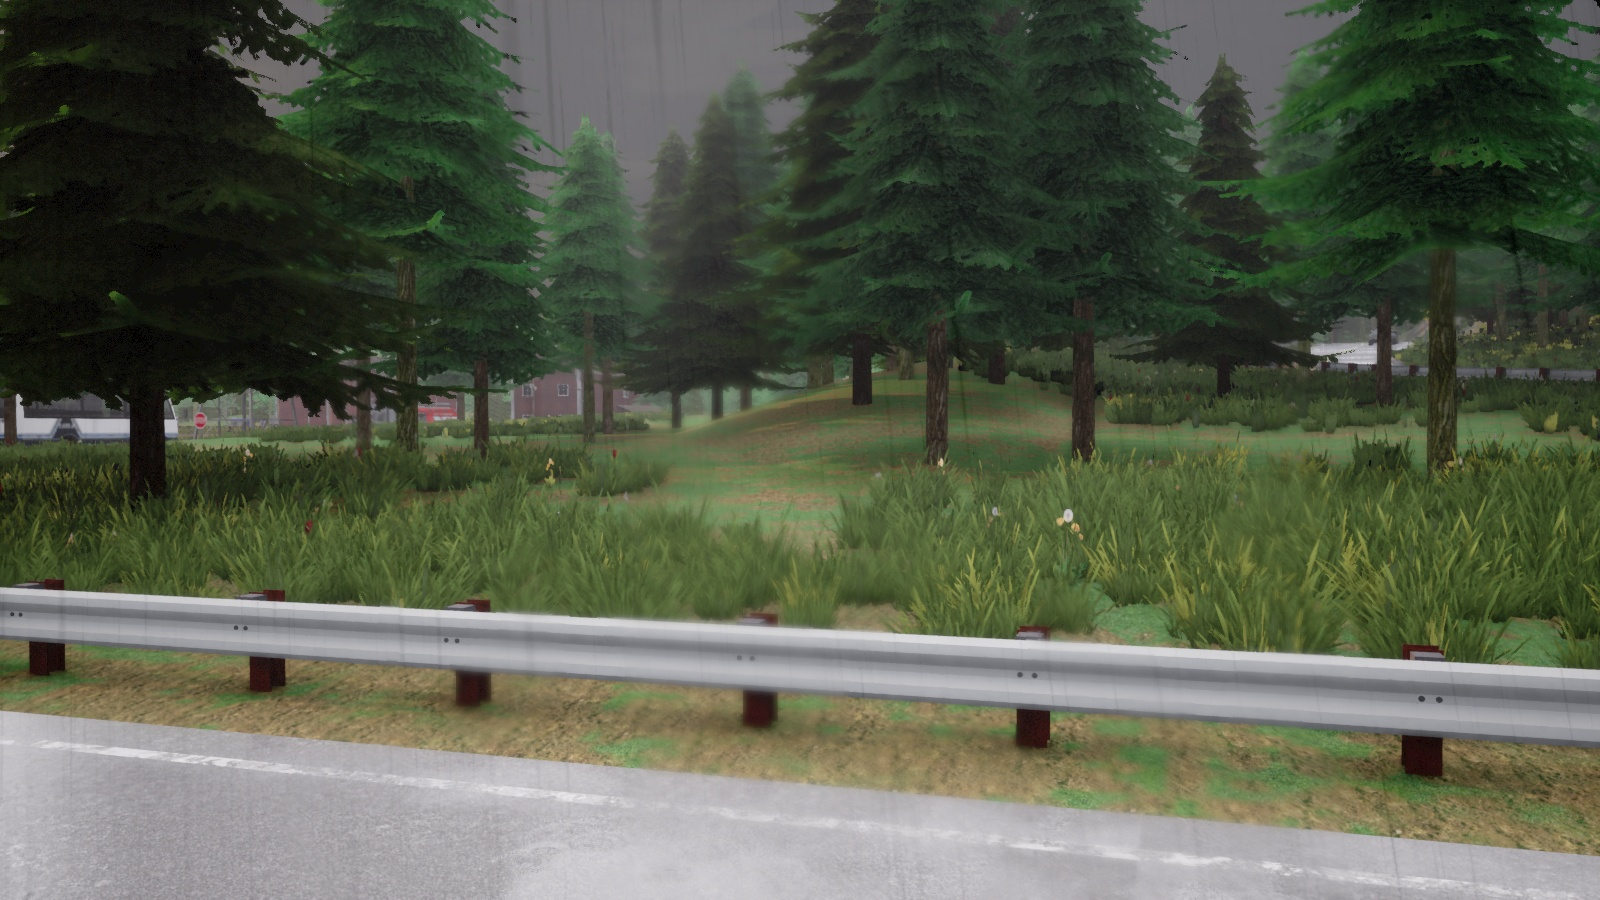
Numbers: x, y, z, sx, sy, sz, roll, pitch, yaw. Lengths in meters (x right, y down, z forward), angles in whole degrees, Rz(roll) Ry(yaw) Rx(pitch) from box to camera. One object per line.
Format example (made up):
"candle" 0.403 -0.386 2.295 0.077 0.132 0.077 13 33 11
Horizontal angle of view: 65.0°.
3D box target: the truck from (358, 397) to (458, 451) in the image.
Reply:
"truck" -29.456 -1.939 94.745 2.891 3.827 8.468 1 1 17

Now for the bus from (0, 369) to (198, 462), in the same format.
"bus" -35.726 -1.667 63.051 3.944 4.253 10.273 1 1 17
